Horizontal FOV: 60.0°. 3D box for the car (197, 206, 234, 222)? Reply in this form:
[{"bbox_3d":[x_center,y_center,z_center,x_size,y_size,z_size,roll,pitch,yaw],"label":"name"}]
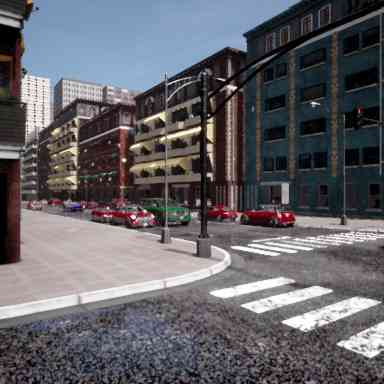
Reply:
[{"bbox_3d":[2.161,1.848,28.623,1.802,1.307,4.206,-1,0,-35],"label":"car"}]

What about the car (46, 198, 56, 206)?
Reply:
[{"bbox_3d":[-32.722,2.327,78.710,2.192,1.841,5.009,-1,0,-35],"label":"car"}]

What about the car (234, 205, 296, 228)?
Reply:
[{"bbox_3d":[5.333,1.638,24.072,1.967,1.590,4.097,-1,0,-35],"label":"car"}]

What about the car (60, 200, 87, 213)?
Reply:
[{"bbox_3d":[-16.356,2.162,45.841,1.895,1.301,4.718,0,-1,-34],"label":"car"}]

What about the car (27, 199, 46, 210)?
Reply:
[{"bbox_3d":[-26.493,2.170,55.975,1.967,1.590,4.097,-1,0,-35],"label":"car"}]

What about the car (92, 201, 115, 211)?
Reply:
[{"bbox_3d":[-13.695,2.158,51.387,2.008,1.369,4.403,-1,0,-35],"label":"car"}]

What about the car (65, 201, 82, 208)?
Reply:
[{"bbox_3d":[-23.206,2.376,65.048,1.947,1.339,4.313,-1,0,-35],"label":"car"}]

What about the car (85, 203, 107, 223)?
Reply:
[{"bbox_3d":[-7.468,1.903,28.653,1.802,1.307,4.206,-1,0,-35],"label":"car"}]

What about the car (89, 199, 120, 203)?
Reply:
[{"bbox_3d":[-11.710,2.043,44.240,1.812,1.442,4.674,0,-1,-35],"label":"car"}]

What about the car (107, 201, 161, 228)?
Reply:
[{"bbox_3d":[-4.299,1.693,24.100,1.967,1.590,4.097,-1,0,-35],"label":"car"}]

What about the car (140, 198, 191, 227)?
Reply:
[{"bbox_3d":[-2.301,1.479,25.561,2.150,2.045,5.566,0,-1,-35],"label":"car"}]

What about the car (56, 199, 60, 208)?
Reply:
[{"bbox_3d":[-22.348,2.346,59.512,1.895,1.301,4.718,0,-1,-35],"label":"car"}]

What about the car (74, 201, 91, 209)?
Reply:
[{"bbox_3d":[-20.036,2.325,60.495,1.802,1.307,4.206,-1,0,-35],"label":"car"}]
